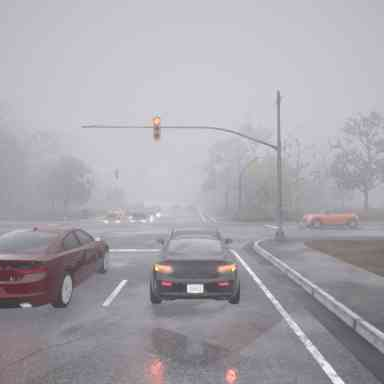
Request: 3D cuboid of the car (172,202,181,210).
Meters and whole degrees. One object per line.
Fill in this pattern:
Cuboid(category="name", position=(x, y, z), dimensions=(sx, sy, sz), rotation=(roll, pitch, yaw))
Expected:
Cuboid(category="car", position=(-3.642, 3.353, 76.965), dimensions=(1.895, 1.301, 4.718), rotation=(0, 0, 0))

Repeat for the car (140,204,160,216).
Cuboid(category="car", position=(-7.188, 3.255, 56.708), dimensions=(2.128, 1.511, 4.902), rotation=(0, -1, 0))

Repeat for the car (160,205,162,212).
Cuboid(category="car", position=(-7.136, 3.303, 67.769), dimensions=(2.128, 1.511, 4.902), rotation=(0, 0, 0))

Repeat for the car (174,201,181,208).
Cuboid(category="car", position=(-3.761, 3.223, 86.876), dimensions=(1.812, 1.442, 4.674), rotation=(0, 0, -4))

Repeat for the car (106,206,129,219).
Cuboid(category="car", position=(-10.684, 3.030, 47.027), dimensions=(1.882, 1.535, 5.008), rotation=(0, -2, 0))

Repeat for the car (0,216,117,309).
Cuboid(category="car", position=(-3.432, 1.556, 8.110), dimensions=(1.882, 1.535, 5.008), rotation=(0, -1, 0))

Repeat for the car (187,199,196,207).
Cuboid(category="car", position=(-0.253, 2.890, 87.001), dimensions=(2.097, 1.767, 4.553), rotation=(0, 0, -4))

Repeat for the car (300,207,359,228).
Cuboid(category="car", position=(11.757, 2.162, 28.653), dimensions=(4.553, 1.767, 2.097), rotation=(0, -3, -2))

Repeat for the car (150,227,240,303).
Cuboid(category="car", position=(0.065, 1.606, 8.255), dimensions=(1.812, 1.442, 4.674), rotation=(0, -1, 0))

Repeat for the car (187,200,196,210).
Cuboid(category="car", position=(-0.142, 3.301, 77.266), dimensions=(1.994, 1.385, 4.181), rotation=(0, 0, 0))

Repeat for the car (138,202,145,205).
Cuboid(category="car", position=(-10.644, 3.037, 66.546), dimensions=(2.150, 2.045, 5.566), rotation=(0, 0, 0))

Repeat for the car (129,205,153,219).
Cuboid(category="car", position=(-7.173, 3.034, 47.162), dimensions=(1.882, 1.535, 5.008), rotation=(0, -2, 1))

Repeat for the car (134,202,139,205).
Cuboid(category="car", position=(-10.687, 3.103, 55.886), dimensions=(2.097, 1.767, 4.553), rotation=(0, -1, 0))
